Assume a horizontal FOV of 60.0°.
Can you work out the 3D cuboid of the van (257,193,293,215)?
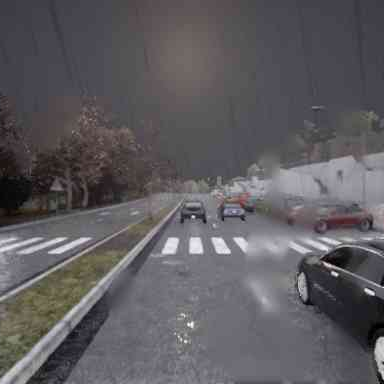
[{"bbox_3d":[8.175,1.214,28.047,4.442,1.987,1.878,1,0,-20],"label":"van"}]

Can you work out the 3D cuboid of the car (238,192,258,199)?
[{"bbox_3d":[8.040,1.174,33.955,5.566,2.045,2.435,1,0,-20],"label":"car"}]

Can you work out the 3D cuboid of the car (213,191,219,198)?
[{"bbox_3d":[7.879,1.105,69.717,5.366,1.575,1.946,0,1,-20],"label":"car"}]

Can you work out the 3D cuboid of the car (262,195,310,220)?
[{"bbox_3d":[8.036,1.318,25.012,4.553,1.767,2.185,1,0,-20],"label":"car"}]

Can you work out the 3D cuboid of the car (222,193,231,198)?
[{"bbox_3d":[7.885,1.340,51.807,5.366,1.575,1.946,1,1,-20],"label":"car"}]

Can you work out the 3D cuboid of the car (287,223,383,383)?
[{"bbox_3d":[3.099,1.490,5.126,1.837,1.490,4.892,0,0,0],"label":"car"}]

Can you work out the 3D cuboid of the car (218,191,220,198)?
[{"bbox_3d":[8.027,1.079,63.806,4.553,1.767,2.185,0,1,-20],"label":"car"}]

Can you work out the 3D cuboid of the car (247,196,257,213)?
[{"bbox_3d":[8.056,1.433,30.987,4.892,1.521,2.231,1,0,-20],"label":"car"}]

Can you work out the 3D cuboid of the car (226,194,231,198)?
[{"bbox_3d":[8.030,1.398,48.880,4.792,1.488,2.163,1,1,-20],"label":"car"}]

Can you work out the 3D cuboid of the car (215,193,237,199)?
[{"bbox_3d":[8.046,1.003,78.731,4.674,1.452,2.002,0,1,-20],"label":"car"}]

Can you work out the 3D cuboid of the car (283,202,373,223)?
[{"bbox_3d":[8.040,1.485,19.021,4.792,1.488,2.163,1,0,-20],"label":"car"}]

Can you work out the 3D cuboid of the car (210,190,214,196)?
[{"bbox_3d":[8.058,0.838,87.670,4.892,1.521,2.231,1,1,-20],"label":"car"}]

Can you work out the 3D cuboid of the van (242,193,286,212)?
[{"bbox_3d":[7.956,1.193,36.908,4.442,1.987,1.878,1,0,-20],"label":"van"}]

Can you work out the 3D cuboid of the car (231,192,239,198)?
[{"bbox_3d":[8.090,1.162,39.951,5.566,2.045,2.435,1,0,-20],"label":"car"}]

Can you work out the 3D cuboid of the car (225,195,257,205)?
[{"bbox_3d":[8.083,1.349,54.877,4.792,1.488,2.163,1,0,-20],"label":"car"}]

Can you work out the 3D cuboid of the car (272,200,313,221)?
[{"bbox_3d":[8.060,1.490,22.040,4.674,1.452,2.002,1,0,-20],"label":"car"}]

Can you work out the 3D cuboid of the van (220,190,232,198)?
[{"bbox_3d":[7.950,1.022,60.777,4.442,1.987,1.878,0,1,-20],"label":"van"}]

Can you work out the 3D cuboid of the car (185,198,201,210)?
[{"bbox_3d":[0.089,1.475,42.826,1.994,1.385,4.181,0,0,0],"label":"car"}]

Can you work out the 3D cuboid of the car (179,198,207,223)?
[{"bbox_3d":[0.094,1.458,25.201,1.837,1.490,4.892,0,0,0],"label":"car"}]

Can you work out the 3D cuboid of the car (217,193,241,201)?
[{"bbox_3d":[8.078,1.089,72.779,4.792,1.488,2.163,0,1,-20],"label":"car"}]

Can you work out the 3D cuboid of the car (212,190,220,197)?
[{"bbox_3d":[7.878,1.005,75.682,5.366,1.575,1.946,0,1,-20],"label":"car"}]

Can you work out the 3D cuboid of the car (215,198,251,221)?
[{"bbox_3d":[3.093,1.498,26.915,2.033,1.411,5.357,0,0,0],"label":"car"}]
